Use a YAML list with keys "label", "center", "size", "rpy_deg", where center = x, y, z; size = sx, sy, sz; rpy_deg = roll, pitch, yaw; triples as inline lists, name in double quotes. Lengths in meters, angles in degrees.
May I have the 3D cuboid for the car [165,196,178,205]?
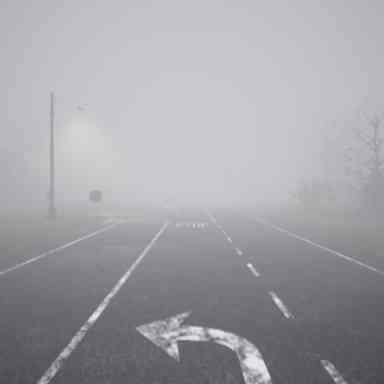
- label: "car"
  center: [-3.399, 1.420, 55.339]
  size: [2.128, 1.511, 4.902]
  rpy_deg: [0, 0, 0]
